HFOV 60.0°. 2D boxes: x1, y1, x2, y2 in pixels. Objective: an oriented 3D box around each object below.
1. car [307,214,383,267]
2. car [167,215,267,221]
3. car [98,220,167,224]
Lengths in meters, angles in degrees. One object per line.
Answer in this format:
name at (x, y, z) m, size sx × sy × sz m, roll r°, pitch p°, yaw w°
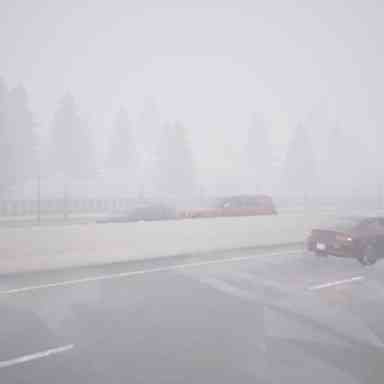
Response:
car at (5.907, 1.465, 11.121) m, size 4.674 × 1.442 × 1.812 m, roll 0°, pitch 0°, yaw -28°
car at (1.853, 1.138, 17.141) m, size 5.566 × 2.045 × 2.150 m, roll 0°, pitch 0°, yaw -28°
car at (-2.657, 1.463, 18.626) m, size 5.357 × 1.411 × 2.033 m, roll 0°, pitch 0°, yaw -30°
